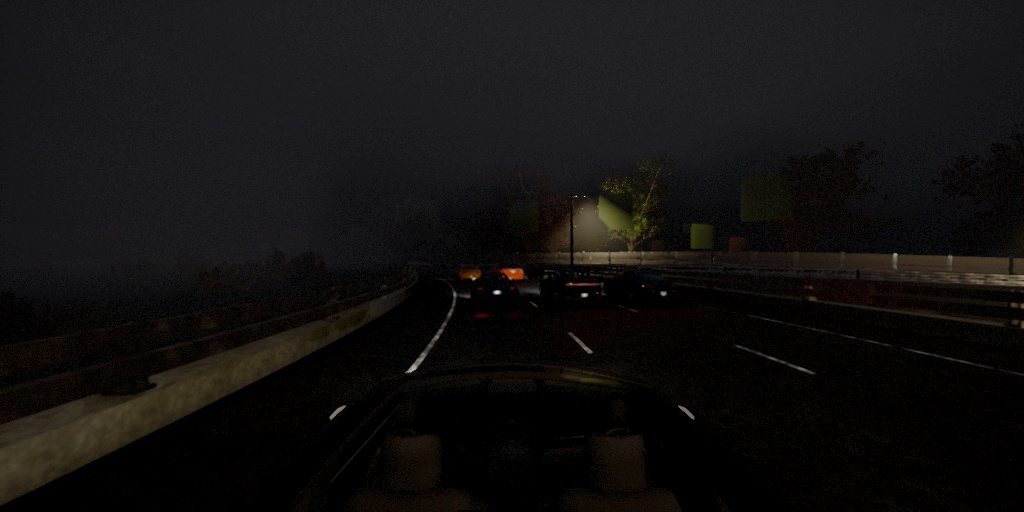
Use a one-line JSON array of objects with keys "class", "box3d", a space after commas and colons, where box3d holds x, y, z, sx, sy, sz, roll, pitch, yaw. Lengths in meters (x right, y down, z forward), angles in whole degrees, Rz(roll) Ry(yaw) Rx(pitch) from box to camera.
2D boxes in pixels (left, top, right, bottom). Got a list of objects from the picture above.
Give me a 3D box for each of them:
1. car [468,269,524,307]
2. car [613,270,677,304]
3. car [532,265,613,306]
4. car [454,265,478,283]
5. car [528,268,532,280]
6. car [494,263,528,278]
[{"class": "car", "box3d": [-0.873, 1.453, 16.374, 1.994, 1.385, 4.181, 0, 0, -8]}, {"class": "car", "box3d": [6.057, 1.417, 17.336, 1.812, 1.442, 4.674, 0, 0, -8]}, {"class": "car", "box3d": [2.599, 1.382, 16.801, 2.128, 1.511, 4.902, 0, 0, -8]}, {"class": "car", "box3d": [-3.972, 1.511, 31.461, 1.882, 1.535, 5.008, 0, 0, -16]}, {"class": "car", "box3d": [2.828, 1.536, 33.143, 2.128, 1.511, 4.902, 0, 0, -16]}, {"class": "car", "box3d": [-0.486, 1.385, 32.012, 2.097, 1.767, 4.553, 0, -1, -16]}]
